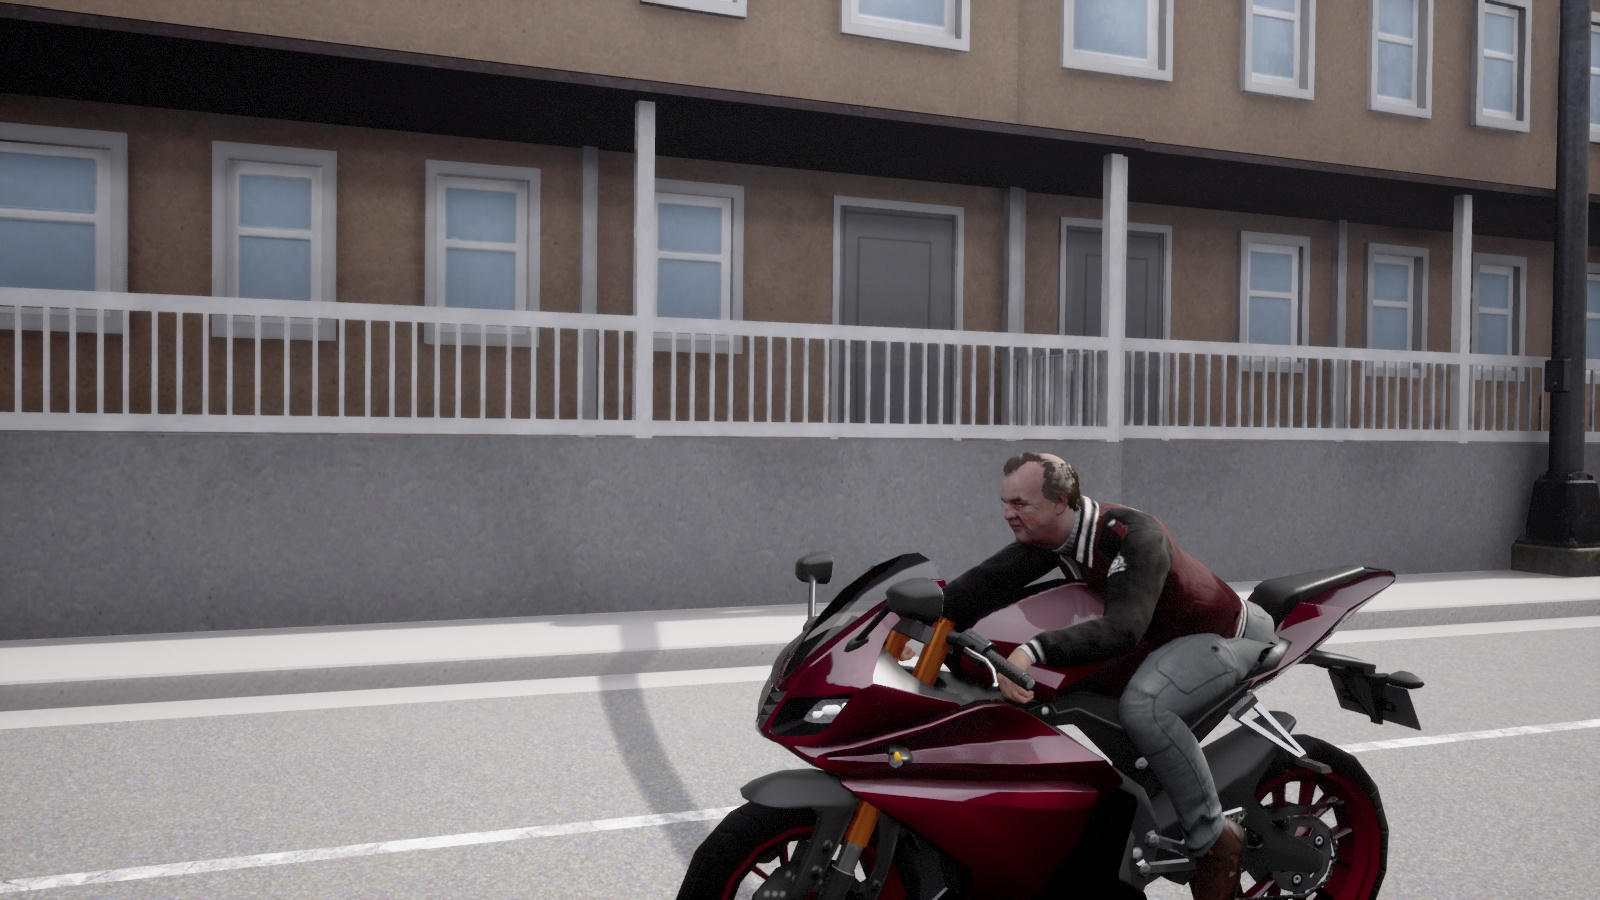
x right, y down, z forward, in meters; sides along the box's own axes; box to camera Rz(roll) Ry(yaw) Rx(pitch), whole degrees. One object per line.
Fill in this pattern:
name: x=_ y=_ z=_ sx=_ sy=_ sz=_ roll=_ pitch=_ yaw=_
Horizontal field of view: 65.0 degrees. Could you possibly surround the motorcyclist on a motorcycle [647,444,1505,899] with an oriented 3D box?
motorcyclist on a motorcycle: x=0.755 y=0.768 z=3.489 sx=2.191 sy=1.530 sz=0.866 roll=-1 pitch=1 yaw=-19
